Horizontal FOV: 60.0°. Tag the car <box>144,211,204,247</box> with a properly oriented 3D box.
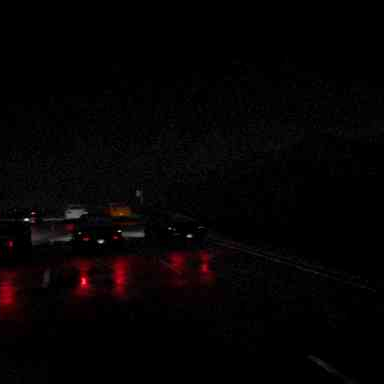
[{"bbox_3d":[-0.955,1.610,15.703,1.812,1.442,4.674,0,0,-21],"label":"car"}]

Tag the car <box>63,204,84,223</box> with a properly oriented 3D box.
[{"bbox_3d":[-9.902,1.758,28.261,1.812,1.442,4.674,0,0,-22],"label":"car"}]

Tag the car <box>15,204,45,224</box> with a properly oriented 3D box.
[{"bbox_3d":[-12.991,1.761,26.563,1.837,1.490,4.892,0,0,-22],"label":"car"}]

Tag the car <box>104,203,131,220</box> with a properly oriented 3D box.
[{"bbox_3d":[-6.795,1.688,29.916,1.882,1.535,5.008,0,0,-22],"label":"car"}]

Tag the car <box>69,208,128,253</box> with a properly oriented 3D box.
[{"bbox_3d":[-4.210,1.635,14.414,1.812,1.442,4.674,0,0,-21],"label":"car"}]

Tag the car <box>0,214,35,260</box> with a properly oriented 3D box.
[{"bbox_3d":[-7.220,1.730,12.504,1.895,1.301,4.718,0,0,-22],"label":"car"}]
